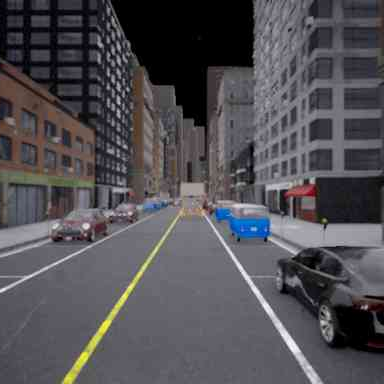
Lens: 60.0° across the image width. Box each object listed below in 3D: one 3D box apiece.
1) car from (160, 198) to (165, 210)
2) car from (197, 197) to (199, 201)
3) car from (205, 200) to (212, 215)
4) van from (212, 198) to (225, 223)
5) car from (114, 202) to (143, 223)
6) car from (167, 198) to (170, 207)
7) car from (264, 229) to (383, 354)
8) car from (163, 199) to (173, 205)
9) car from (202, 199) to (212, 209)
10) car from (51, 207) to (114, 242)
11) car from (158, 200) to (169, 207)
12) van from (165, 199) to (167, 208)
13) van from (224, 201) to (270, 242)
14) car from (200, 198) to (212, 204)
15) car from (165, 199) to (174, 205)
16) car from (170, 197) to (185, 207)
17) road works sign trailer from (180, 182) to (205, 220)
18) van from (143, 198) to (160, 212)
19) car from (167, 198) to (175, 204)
[{"bbox_3d":[-5.642,2.076,50.232,2.008,1.369,4.403,0,-1,0],"label":"car"},{"bbox_3d":[2.898,2.370,77.733,2.008,1.369,4.403,0,-1,0],"label":"car"},{"bbox_3d":[2.878,1.992,39.225,1.802,1.307,4.206,0,-1,0],"label":"car"},{"bbox_3d":[2.871,1.636,28.226,1.690,1.788,3.998,0,-1,0],"label":"van"},{"bbox_3d":[-5.654,1.736,28.229,1.967,1.590,4.097,0,-1,0],"label":"car"},{"bbox_3d":[-5.636,2.208,61.234,1.947,1.339,4.313,0,-1,0],"label":"car"},{"bbox_3d":[2.860,1.632,6.219,1.947,1.339,4.313,0,-1,0],"label":"car"},{"bbox_3d":[-5.627,2.385,77.737,1.947,1.339,4.313,0,-1,0],"label":"car"},{"bbox_3d":[2.884,2.107,50.227,1.802,1.307,4.206,0,-1,0],"label":"car"},{"bbox_3d":[-5.660,1.621,17.227,1.967,1.590,4.097,0,-1,0],"label":"car"},{"bbox_3d":[-5.633,2.282,66.735,1.802,1.307,4.206,0,-1,0],"label":"car"},{"bbox_3d":[-5.640,1.924,55.735,1.690,1.788,3.998,0,-1,0],"label":"van"},{"bbox_3d":[2.865,1.522,17.223,1.690,1.788,3.998,0,-1,0],"label":"van"},{"bbox_3d":[2.886,1.898,55.731,2.192,1.841,5.009,0,-1,0],"label":"car"},{"bbox_3d":[-5.625,2.461,83.238,1.802,1.307,4.206,0,-1,0],"label":"car"},{"bbox_3d":[-2.977,2.188,65.736,2.128,1.511,4.902,0,-1,0],"label":"car"},{"bbox_3d":[0.018,0.798,31.914,2.380,3.560,2.880,0,-1,0],"label":"road works sign trailer"},{"bbox_3d":[-5.645,1.808,44.734,1.690,1.788,3.998,0,-1,0],"label":"van"},{"bbox_3d":[-5.622,2.379,88.741,1.967,1.590,4.097,0,-1,0],"label":"car"}]
